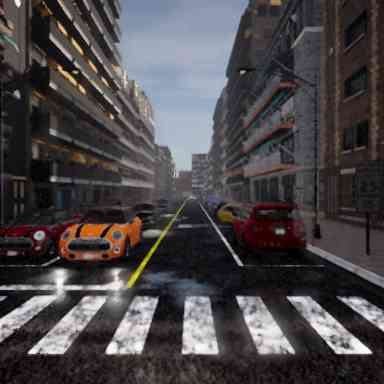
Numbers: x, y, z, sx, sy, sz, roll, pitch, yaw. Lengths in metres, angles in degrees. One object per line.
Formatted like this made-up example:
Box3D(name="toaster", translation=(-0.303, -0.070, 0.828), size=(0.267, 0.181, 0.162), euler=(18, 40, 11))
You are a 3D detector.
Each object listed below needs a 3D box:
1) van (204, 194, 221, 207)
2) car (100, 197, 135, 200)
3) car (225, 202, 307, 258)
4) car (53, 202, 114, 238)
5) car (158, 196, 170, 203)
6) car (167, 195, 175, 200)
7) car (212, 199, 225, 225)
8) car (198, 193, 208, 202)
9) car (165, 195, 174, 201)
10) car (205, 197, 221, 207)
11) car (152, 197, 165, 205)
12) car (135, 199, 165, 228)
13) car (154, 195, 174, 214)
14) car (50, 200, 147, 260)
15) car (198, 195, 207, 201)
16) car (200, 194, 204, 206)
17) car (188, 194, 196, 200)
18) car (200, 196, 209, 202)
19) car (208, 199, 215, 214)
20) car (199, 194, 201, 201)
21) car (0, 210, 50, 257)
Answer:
Box3D(name="van", translation=(2.687, 1.293, 40.255), size=(1.690, 1.788, 3.998), euler=(0, 0, 0))
Box3D(name="car", translation=(-5.692, 1.282, 23.615), size=(2.192, 1.841, 5.009), euler=(0, 0, 0))
Box3D(name="car", translation=(2.688, 1.295, 12.524), size=(2.192, 1.841, 5.009), euler=(0, 0, 0))
Box3D(name="car", translation=(-5.692, 1.413, 18.071), size=(1.967, 1.590, 4.097), euler=(0, 0, 0))
Box3D(name="car", translation=(-5.693, 1.503, 67.965), size=(1.887, 1.381, 4.507), euler=(0, 0, 0))
Box3D(name="car", translation=(-5.694, 1.563, 90.138), size=(1.802, 1.307, 4.206), euler=(0, 0, 0))
Box3D(name="car", translation=(2.689, 1.492, 23.788), size=(1.752, 1.417, 4.829), euler=(0, 0, 0))
Box3D(name="car", translation=(2.686, 1.282, 79.073), size=(2.192, 1.841, 5.009), euler=(0, 0, 0))
Box3D(name="car", translation=(-5.693, 1.539, 84.596), size=(1.947, 1.339, 4.313), euler=(0, 0, 0))
Box3D(name="car", translation=(2.688, 1.500, 34.709), size=(1.887, 1.381, 4.507), euler=(0, 0, 0))
Box3D(name="car", translation=(-5.693, 1.498, 56.876), size=(1.887, 1.381, 4.507), euler=(0, 0, 0))
Box3D(name="car", translation=(-3.099, 1.473, 22.204), size=(1.837, 1.490, 4.892), euler=(0, 0, 0))
Box3D(name="car", translation=(-3.092, 1.454, 34.753), size=(1.837, 1.490, 4.892), euler=(0, 2, 0))
Box3D(name="car", translation=(-3.104, 1.332, 12.212), size=(2.097, 1.767, 4.553), euler=(0, 0, 0))
Box3D(name="car", translation=(2.687, 1.524, 84.618), size=(2.008, 1.369, 4.403), euler=(0, 0, 0))
Box3D(name="car", translation=(2.687, 1.391, 51.345), size=(1.967, 1.590, 4.097), euler=(0, 0, 0))
Box3D(name="car", translation=(0.000, 1.491, 87.011), size=(1.812, 1.442, 4.674), euler=(0, 0, 0))
Box3D(name="car", translation=(2.687, 1.507, 73.527), size=(1.887, 1.381, 4.507), euler=(0, 0, 0))
Box3D(name="car", translation=(2.689, 1.526, 29.163), size=(1.947, 1.339, 4.313), euler=(0, 0, 0))
Box3D(name="car", translation=(2.688, 1.507, 62.436), size=(2.008, 1.369, 4.403), euler=(0, 0, 0))
Box3D(name="car", translation=(-5.692, 1.420, 12.527), size=(1.967, 1.590, 4.097), euler=(0, 0, 0))
